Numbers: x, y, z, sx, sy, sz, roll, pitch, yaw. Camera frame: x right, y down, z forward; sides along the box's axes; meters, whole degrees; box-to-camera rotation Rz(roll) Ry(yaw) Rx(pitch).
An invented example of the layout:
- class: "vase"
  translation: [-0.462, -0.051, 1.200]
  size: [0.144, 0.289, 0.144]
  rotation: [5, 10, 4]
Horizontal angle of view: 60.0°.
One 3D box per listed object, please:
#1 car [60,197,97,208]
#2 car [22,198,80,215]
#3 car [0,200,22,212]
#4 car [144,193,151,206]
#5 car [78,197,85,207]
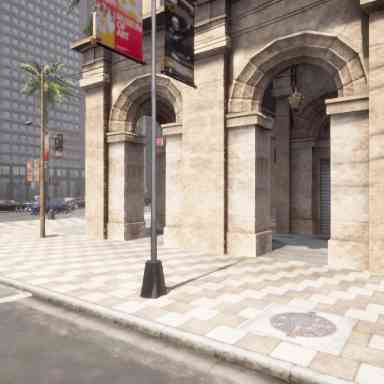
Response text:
- class: "car"
  translation: [-16.515, 1.513, 48.729]
  size: [2.161, 1.482, 4.786]
  rotation: [0, 0, 35]
- class: "car"
  translation: [-14.345, 1.525, 34.103]
  size: [1.812, 1.442, 4.674]
  rotation: [0, 0, 36]
- class: "car"
  translation: [-21.120, 1.601, 37.012]
  size: [1.895, 1.301, 4.718]
  rotation: [0, 0, 36]
- class: "car"
  translation: [-9.000, 1.221, 53.879]
  size: [2.150, 2.045, 5.566]
  rotation: [0, 0, 35]
- class: "car"
  translation: [-15.065, 1.505, 45.447]
  size: [1.837, 1.490, 4.892]
  rotation: [0, 0, 36]
